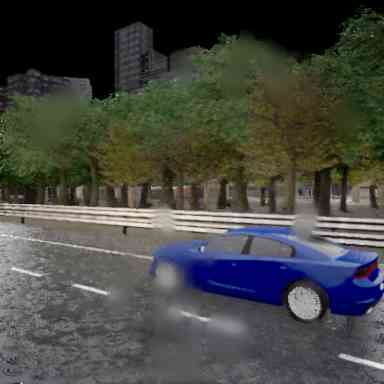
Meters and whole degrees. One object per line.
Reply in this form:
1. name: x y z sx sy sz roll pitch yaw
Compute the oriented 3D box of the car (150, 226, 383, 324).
1. car: 1.286 1.495 7.251 5.008 1.535 1.882 0 0 36
